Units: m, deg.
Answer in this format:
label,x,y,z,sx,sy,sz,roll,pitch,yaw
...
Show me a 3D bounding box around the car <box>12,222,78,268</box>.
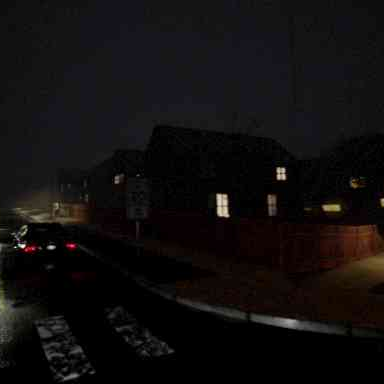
label,x,y,z,sx,sy,sz,roll,pitch,yaw
car,-5.749,1.873,12.782,2.033,1.411,5.357,1,-1,-30
